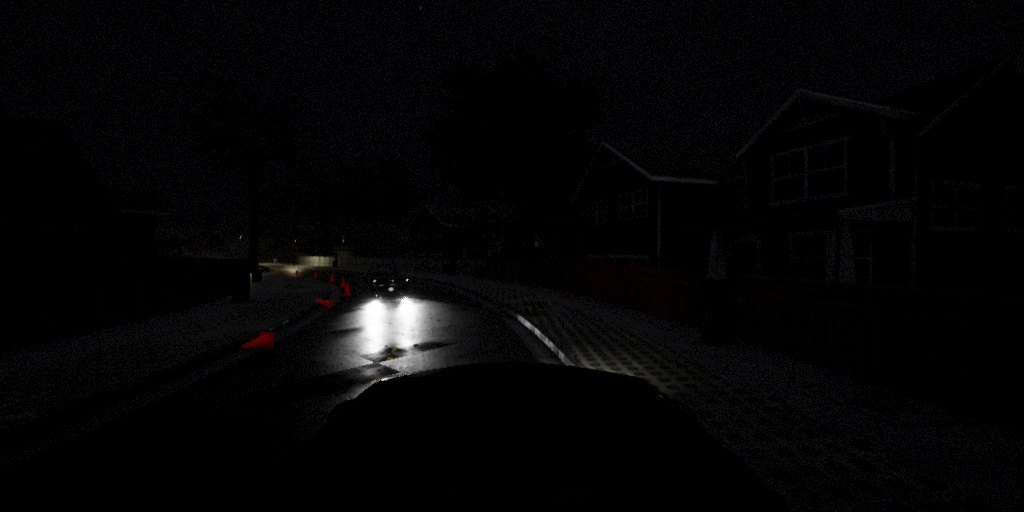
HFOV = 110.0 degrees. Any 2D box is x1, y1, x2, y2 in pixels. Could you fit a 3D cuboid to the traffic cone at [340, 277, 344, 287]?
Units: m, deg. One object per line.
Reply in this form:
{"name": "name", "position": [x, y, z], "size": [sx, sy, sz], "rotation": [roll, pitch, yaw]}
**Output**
{"name": "traffic cone", "position": [-10.076, 1.553, 21.398], "size": [0.340, 0.580, 0.340], "rotation": [0, 0, -31]}

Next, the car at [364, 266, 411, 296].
{"name": "car", "position": [-6.563, 1.222, 18.669], "size": [1.895, 1.301, 4.718], "rotation": [0, 1, -26]}

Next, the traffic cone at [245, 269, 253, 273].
{"name": "traffic cone", "position": [-30.699, 1.375, 41.811], "size": [0.340, 0.580, 0.340], "rotation": [0, 0, 40]}

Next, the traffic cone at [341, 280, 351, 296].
{"name": "traffic cone", "position": [-7.908, 1.589, 17.214], "size": [0.340, 0.580, 0.340], "rotation": [0, 0, -24]}

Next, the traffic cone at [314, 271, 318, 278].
{"name": "traffic cone", "position": [-15.777, 1.488, 28.882], "size": [0.340, 0.580, 0.340], "rotation": [0, 0, -44]}

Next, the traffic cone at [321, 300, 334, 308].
{"name": "traffic cone", "position": [-6.487, 1.457, 12.821], "size": [0.340, 0.580, 0.340], "rotation": [0, 0, -6]}

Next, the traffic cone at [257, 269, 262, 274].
{"name": "traffic cone", "position": [-26.886, 1.404, 38.577], "size": [0.340, 0.580, 0.340], "rotation": [0, 0, 40]}

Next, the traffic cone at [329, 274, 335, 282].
{"name": "traffic cone", "position": [-12.710, 1.519, 25.304], "size": [0.340, 0.580, 0.340], "rotation": [0, 0, -37]}

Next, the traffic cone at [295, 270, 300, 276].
{"name": "traffic cone", "position": [-19.260, 1.460, 32.108], "size": [0.340, 0.580, 0.340], "rotation": [0, 0, 40]}

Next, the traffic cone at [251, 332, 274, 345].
{"name": "traffic cone", "position": [-5.186, 1.495, 7.592], "size": [0.340, 0.580, 0.340], "rotation": [0, 0, -4]}

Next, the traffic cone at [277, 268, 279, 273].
{"name": "traffic cone", "position": [-23.073, 1.432, 35.343], "size": [0.340, 0.580, 0.340], "rotation": [0, 0, 40]}
